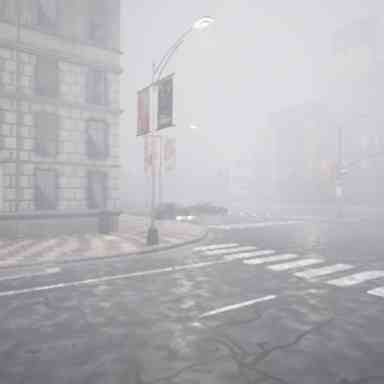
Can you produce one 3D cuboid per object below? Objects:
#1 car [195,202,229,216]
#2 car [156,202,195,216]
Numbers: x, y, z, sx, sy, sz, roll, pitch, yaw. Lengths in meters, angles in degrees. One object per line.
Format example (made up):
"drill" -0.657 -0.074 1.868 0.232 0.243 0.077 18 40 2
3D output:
"car" 1.716 1.743 34.702 1.895 1.301 4.718 0 0 -36
"car" -1.945 1.683 33.805 1.994 1.385 4.181 0 0 -36
